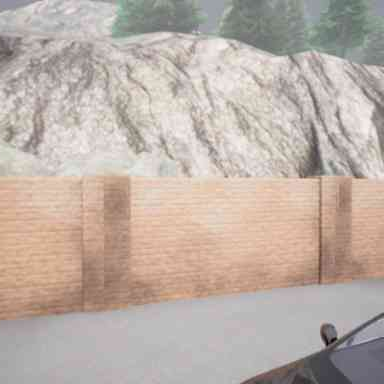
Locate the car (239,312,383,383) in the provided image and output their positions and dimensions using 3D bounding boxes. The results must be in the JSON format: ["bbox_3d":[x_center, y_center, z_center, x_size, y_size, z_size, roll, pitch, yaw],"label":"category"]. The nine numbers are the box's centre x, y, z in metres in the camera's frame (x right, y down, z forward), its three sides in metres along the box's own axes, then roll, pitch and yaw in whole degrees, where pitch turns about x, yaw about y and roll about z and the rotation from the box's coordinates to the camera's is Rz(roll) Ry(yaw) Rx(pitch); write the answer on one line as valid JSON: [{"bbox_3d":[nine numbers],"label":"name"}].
[{"bbox_3d":[2.061,1.433,1.952,4.902,1.511,2.128,-1,2,-19],"label":"car"}]
